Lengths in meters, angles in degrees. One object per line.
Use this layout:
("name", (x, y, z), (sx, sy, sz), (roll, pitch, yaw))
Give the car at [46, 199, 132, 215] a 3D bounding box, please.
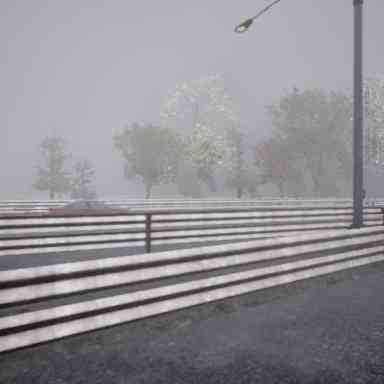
("car", (-6.089, 1.205, 20.150), (5.008, 1.535, 1.882), (0, 0, -26))
